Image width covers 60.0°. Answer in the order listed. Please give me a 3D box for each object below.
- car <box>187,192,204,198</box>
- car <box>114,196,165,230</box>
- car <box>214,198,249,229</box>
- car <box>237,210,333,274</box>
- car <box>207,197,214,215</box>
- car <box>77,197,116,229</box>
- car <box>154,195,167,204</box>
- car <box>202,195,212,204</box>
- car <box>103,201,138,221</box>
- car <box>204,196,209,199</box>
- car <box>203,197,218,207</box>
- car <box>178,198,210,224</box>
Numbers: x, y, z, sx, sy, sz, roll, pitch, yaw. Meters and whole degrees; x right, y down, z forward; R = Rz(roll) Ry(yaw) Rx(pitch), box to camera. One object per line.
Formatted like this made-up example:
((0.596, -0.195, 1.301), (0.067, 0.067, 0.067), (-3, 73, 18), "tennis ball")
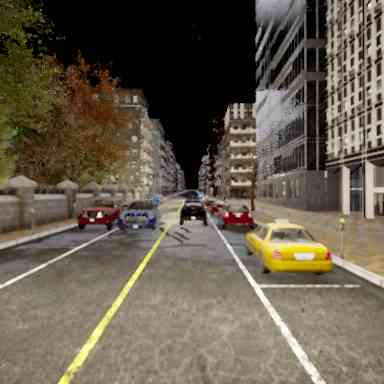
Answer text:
((0.099, 1.256, 41.038), (2.097, 1.767, 4.553), (0, 0, 0), "car")
((-3.099, 1.312, 20.500), (2.097, 1.767, 4.553), (0, 0, 0), "car")
((2.699, 1.398, 21.365), (1.967, 1.590, 4.097), (1, 0, 0), "car")
((2.698, 1.507, 10.300), (1.752, 1.417, 4.829), (1, 0, 0), "car")
((2.698, 1.474, 32.601), (1.887, 1.381, 4.507), (1, 0, 0), "car")
((-5.680, 1.273, 21.406), (2.192, 1.841, 5.009), (1, 0, 0), "car")
((-5.683, 1.368, 60.533), (1.752, 1.417, 4.829), (1, 0, 0), "car")
((2.698, 1.367, 60.856), (1.752, 1.417, 4.829), (1, 0, 0), "car")
((-5.683, 1.489, 27.021), (1.887, 1.381, 4.507), (1, 0, 0), "car")
((2.698, 1.440, 43.836), (1.887, 1.381, 4.507), (1, 0, 0), "car")
((2.698, 1.423, 49.453), (1.887, 1.381, 4.507), (1, 0, 0), "car")
((0.098, 1.456, 24.216), (1.837, 1.490, 4.892), (0, 0, 0), "car")
